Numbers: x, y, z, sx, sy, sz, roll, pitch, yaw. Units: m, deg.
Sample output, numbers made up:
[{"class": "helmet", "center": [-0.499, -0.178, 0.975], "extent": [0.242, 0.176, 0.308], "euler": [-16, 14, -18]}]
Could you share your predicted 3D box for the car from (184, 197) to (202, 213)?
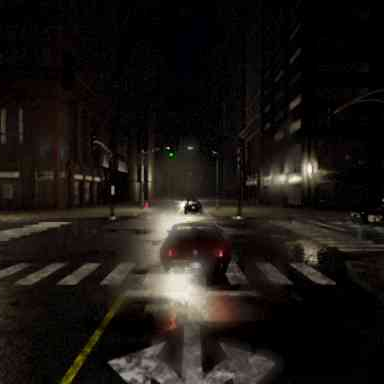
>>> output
[{"class": "car", "center": [0.130, 1.632, 37.576], "extent": [1.994, 1.385, 4.181], "euler": [0, 0, 0]}]

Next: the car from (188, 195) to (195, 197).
[{"class": "car", "center": [-0.112, 1.524, 73.723], "extent": [2.097, 1.767, 4.553], "euler": [0, 0, 0]}]

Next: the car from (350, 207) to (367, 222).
[{"class": "car", "center": [14.213, 1.479, 24.455], "extent": [4.892, 1.490, 1.837], "euler": [0, 0, 1]}]

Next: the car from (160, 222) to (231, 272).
[{"class": "car", "center": [0.101, 1.637, 10.897], "extent": [1.895, 1.301, 4.718], "euler": [0, 0, 0]}]

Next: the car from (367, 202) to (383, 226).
[{"class": "car", "center": [14.175, 1.512, 21.215], "extent": [4.674, 1.442, 1.812], "euler": [0, 0, 2]}]
